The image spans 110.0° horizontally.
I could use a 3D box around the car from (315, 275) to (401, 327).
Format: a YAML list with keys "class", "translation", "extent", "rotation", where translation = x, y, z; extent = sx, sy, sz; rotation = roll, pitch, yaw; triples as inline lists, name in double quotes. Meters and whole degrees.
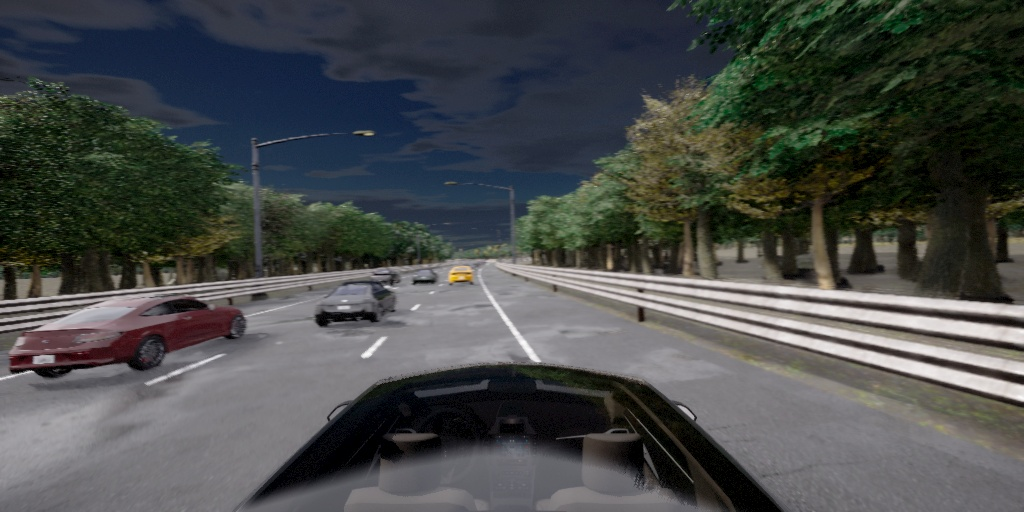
- class: "car"
  translation: [-5.585, 1.625, 13.323]
  extent: [1.994, 1.385, 4.181]
  rotation: [-2, 0, -7]

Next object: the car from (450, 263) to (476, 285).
- class: "car"
  translation: [-4.337, 1.641, 31.151]
  extent: [1.882, 1.535, 5.008]
  rotation: [-2, 0, -6]

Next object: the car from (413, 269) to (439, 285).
- class: "car"
  translation: [-8.007, 1.894, 33.460]
  extent: [1.994, 1.385, 4.181]
  rotation: [-2, 0, -6]

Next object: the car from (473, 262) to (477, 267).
- class: "car"
  translation: [-6.305, 1.961, 50.346]
  extent: [1.994, 1.385, 4.181]
  rotation: [-2, 0, -5]

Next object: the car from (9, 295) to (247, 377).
- class: "car"
  translation: [-8.486, 1.667, 8.543]
  extent: [1.812, 1.442, 4.674]
  rotation: [-2, 0, -8]

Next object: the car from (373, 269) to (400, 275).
- class: "car"
  translation: [-11.456, 1.955, 32.752]
  extent: [2.128, 1.511, 4.902]
  rotation: [-2, 0, -6]
